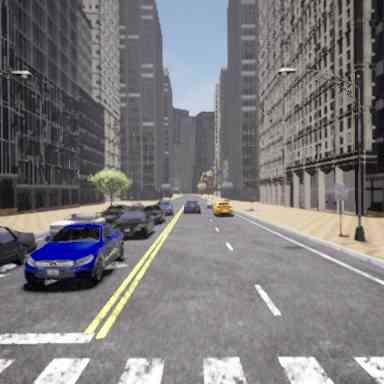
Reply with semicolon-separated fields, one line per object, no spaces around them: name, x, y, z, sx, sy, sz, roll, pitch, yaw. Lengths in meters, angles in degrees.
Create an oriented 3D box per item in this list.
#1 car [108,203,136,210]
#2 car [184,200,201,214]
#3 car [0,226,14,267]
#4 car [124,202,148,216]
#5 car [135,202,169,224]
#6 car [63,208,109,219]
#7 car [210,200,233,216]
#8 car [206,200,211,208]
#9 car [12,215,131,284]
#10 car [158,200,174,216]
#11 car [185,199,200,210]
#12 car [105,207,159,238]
car;-6.481;1.839;28.802;1.837;1.490;4.892;-1;0;0
car;0.042;1.713;41.399;2.097;1.767;4.553;-1;0;0
car;-6.580;1.743;9.895;2.033;1.411;5.357;-1;0;0
car;-6.460;1.969;38.780;1.994;1.385;4.181;-1;0;0
car;-3.244;1.820;27.657;1.812;1.442;4.674;-1;0;1
car;-6.563;1.867;19.481;1.895;1.301;4.718;-1;0;0
car;3.389;1.773;36.710;1.882;1.535;5.008;-1;0;0
car;3.405;2.029;55.872;1.895;1.301;4.718;-1;0;0
car;-3.335;1.693;10.322;1.812;1.442;4.674;-1;0;0
car;-3.213;1.720;37.947;2.097;1.767;4.553;-1;0;0
car;0.056;1.922;51.433;2.128;1.511;4.902;-1;0;0
car;-3.308;1.796;19.067;1.994;1.385;4.181;-1;0;1
